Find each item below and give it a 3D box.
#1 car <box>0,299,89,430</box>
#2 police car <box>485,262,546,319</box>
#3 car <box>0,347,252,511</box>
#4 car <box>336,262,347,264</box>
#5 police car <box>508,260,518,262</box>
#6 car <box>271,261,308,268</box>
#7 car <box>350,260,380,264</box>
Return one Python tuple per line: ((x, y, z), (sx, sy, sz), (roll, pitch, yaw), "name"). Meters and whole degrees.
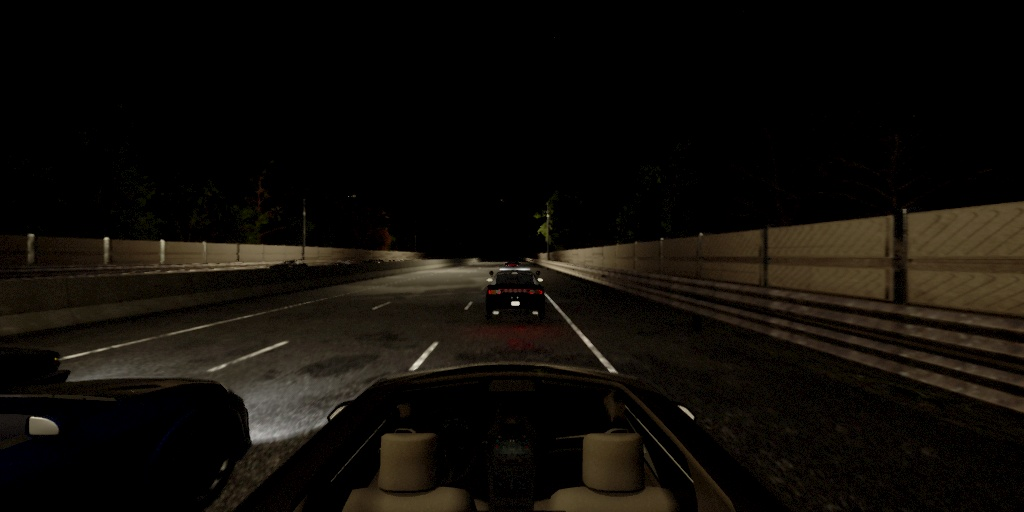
((-6.901, 1.298, 2.305), (2.033, 1.411, 5.357), (0, 0, 0), "car")
((0.104, 1.178, 13.016), (1.930, 1.638, 5.238), (0, 0, 0), "police car")
((-3.400, 1.314, 1.584), (1.994, 1.385, 4.181), (0, 0, 0), "car")
((-20.994, 1.363, 44.115), (1.895, 1.301, 4.718), (0, 0, 0), "car")
((0.111, 1.266, 44.024), (2.038, 1.542, 4.974), (0, 0, 0), "police car")
((-24.542, 1.253, 39.622), (2.128, 1.511, 4.902), (0, 0, 0), "car")
((-17.497, 1.271, 43.933), (1.837, 1.490, 4.892), (0, 0, 0), "car")
